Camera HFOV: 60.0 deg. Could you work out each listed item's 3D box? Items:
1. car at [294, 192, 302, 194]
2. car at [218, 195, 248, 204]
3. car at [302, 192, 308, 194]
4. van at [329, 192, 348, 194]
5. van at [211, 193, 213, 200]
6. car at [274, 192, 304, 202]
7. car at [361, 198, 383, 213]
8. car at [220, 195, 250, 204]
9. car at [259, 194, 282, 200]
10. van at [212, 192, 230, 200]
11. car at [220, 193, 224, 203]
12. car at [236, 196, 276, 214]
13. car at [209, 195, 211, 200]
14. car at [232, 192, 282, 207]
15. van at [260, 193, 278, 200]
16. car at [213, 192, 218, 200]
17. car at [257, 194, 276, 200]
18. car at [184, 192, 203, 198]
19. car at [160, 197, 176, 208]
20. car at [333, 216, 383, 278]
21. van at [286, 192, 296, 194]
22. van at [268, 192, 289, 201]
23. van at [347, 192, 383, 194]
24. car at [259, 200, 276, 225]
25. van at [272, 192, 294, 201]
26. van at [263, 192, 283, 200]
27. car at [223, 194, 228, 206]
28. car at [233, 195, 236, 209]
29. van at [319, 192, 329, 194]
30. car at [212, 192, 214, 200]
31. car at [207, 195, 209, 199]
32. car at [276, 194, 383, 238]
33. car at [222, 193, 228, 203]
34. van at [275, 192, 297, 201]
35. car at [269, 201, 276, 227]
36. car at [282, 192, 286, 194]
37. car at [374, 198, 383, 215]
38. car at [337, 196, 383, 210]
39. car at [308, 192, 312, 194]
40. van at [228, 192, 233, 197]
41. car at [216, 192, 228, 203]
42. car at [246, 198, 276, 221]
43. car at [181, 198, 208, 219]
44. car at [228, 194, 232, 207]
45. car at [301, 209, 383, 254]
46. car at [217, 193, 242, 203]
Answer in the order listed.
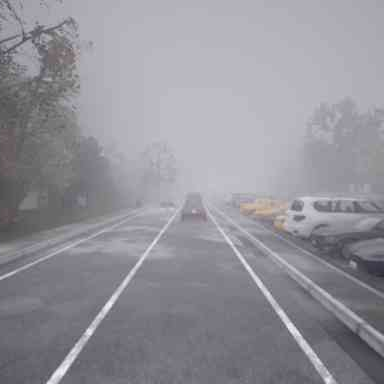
[{"bbox_3d":[20.280,1.265,55.991,5.008,1.535,2.097,0,0,1],"label":"car"},{"bbox_3d":[7.224,1.270,58.982,4.892,1.521,2.231,0,0,0],"label":"car"},{"bbox_3d":[20.209,1.021,50.450,5.566,2.045,2.435,0,0,0],"label":"car"},{"bbox_3d":[20.282,1.058,42.139,4.442,1.987,1.878,0,0,1],"label":"van"},{"bbox_3d":[7.257,1.021,75.639,4.442,1.987,1.878,0,0,0],"label":"van"},{"bbox_3d":[20.377,0.995,69.966,5.566,2.045,2.435,0,0,0],"label":"car"},{"bbox_3d":[20.124,1.333,33.833,4.792,1.488,2.163,0,0,1],"label":"car"},{"bbox_3d":[7.213,1.274,56.205,4.892,1.521,2.231,0,0,0],"label":"car"},{"bbox_3d":[20.362,1.337,86.441,5.366,1.575,1.946,0,-1,0],"label":"car"},{"bbox_3d":[7.328,1.084,83.951,4.442,1.987,1.878,0,-1,0],"label":"van"},{"bbox_3d":[7.130,1.310,50.654,4.792,1.488,2.163,0,0,0],"label":"car"},{"bbox_3d":[6.784,1.346,28.578,5.366,1.575,1.946,0,1,0],"label":"car"},{"bbox_3d":[7.425,0.992,78.414,5.566,2.045,2.435,0,0,0],"label":"car"},{"bbox_3d":[7.071,1.176,36.775,4.553,1.767,2.185,0,0,0],"label":"car"},{"bbox_3d":[20.687,1.154,89.213,4.442,1.987,1.878,0,-1,0],"label":"van"},{"bbox_3d":[7.069,1.263,61.759,5.366,1.575,1.946,0,0,0],"label":"car"},{"bbox_3d":[20.588,1.422,91.980,4.892,1.521,2.231,0,-1,0],"label":"car"},{"bbox_3d":[0.221,1.029,43.121,2.150,2.045,5.566,0,0,0],"label":"car"},{"bbox_3d":[-3.227,1.348,45.228,2.033,1.411,5.357,0,0,0],"label":"car"},{"bbox_3d":[6.772,1.573,9.024,4.792,1.488,2.163,0,1,0],"label":"car"},{"bbox_3d":[20.450,1.031,61.655,4.442,1.987,1.878,0,0,0],"label":"van"},{"bbox_3d":[20.360,1.009,78.285,4.442,1.987,1.878,0,0,0],"label":"van"},{"bbox_3d":[20.010,1.068,36.585,4.442,1.987,1.878,0,0,0],"label":"van"},{"bbox_3d":[6.903,1.432,20.128,4.892,1.521,2.231,0,1,0],"label":"car"},{"bbox_3d":[20.568,1.013,75.380,4.442,1.987,1.878,0,0,1],"label":"van"},{"bbox_3d":[20.406,1.073,83.676,4.442,1.987,1.878,0,-1,1],"label":"van"},{"bbox_3d":[7.082,1.318,45.102,4.792,1.488,2.163,0,0,0],"label":"car"},{"bbox_3d":[7.010,1.313,33.996,4.892,1.521,2.231,0,0,0],"label":"car"},{"bbox_3d":[20.073,1.054,44.911,4.442,1.987,1.878,0,0,1],"label":"van"},{"bbox_3d":[7.320,1.254,70.086,5.008,1.535,2.097,0,0,0],"label":"car"},{"bbox_3d":[7.546,1.473,95.049,5.008,1.535,2.097,0,-1,0],"label":"car"},{"bbox_3d":[6.878,1.236,14.573,5.566,2.045,2.435,0,1,0],"label":"car"},{"bbox_3d":[7.106,1.314,47.878,4.792,1.488,2.163,0,0,0],"label":"car"},{"bbox_3d":[20.545,1.016,72.735,4.442,1.987,1.878,0,0,0],"label":"van"},{"bbox_3d":[7.059,1.456,17.350,5.366,1.575,1.946,0,1,0],"label":"car"},{"bbox_3d":[20.354,1.294,64.301,4.674,1.452,2.002,0,0,0],"label":"car"},{"bbox_3d":[20.101,1.349,31.193,4.792,1.488,2.163,0,0,1],"label":"car"},{"bbox_3d":[20.148,1.287,39.370,5.008,1.535,2.097,0,0,1],"label":"car"},{"bbox_3d":[20.185,1.025,47.680,5.566,2.045,2.435,0,0,0],"label":"car"},{"bbox_3d":[7.204,1.066,42.324,4.442,1.987,1.878,0,0,0],"label":"van"},{"bbox_3d":[6.997,1.274,53.431,5.366,1.575,1.946,0,0,0],"label":"car"},{"bbox_3d":[6.735,1.401,22.905,5.366,1.575,1.946,0,1,0],"label":"car"},{"bbox_3d":[0.137,1.426,27.131,1.994,1.385,4.181,0,0,0],"label":"car"},{"bbox_3d":[7.093,1.325,39.548,4.792,1.488,2.163,0,0,1],"label":"car"},{"bbox_3d":[6.831,1.515,11.800,5.008,1.535,2.097,0,1,0],"label":"car"},{"bbox_3d":[7.247,1.136,64.534,4.553,1.767,2.185,0,0,0],"label":"car"}]
